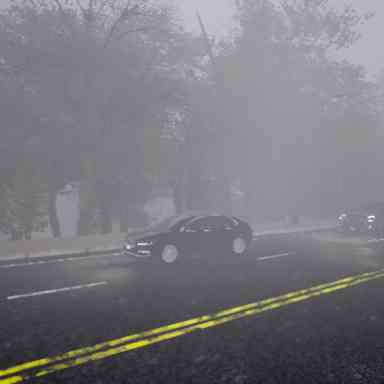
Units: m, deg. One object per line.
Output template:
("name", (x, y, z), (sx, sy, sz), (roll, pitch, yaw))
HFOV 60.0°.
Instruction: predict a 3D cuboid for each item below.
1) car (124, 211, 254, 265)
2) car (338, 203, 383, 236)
("car", (0.024, 1.466, 11.673), (4.892, 1.490, 1.837), (0, 0, -35))
("car", (10.403, 1.403, 19.043), (4.553, 1.767, 2.097), (1, 0, -35))
